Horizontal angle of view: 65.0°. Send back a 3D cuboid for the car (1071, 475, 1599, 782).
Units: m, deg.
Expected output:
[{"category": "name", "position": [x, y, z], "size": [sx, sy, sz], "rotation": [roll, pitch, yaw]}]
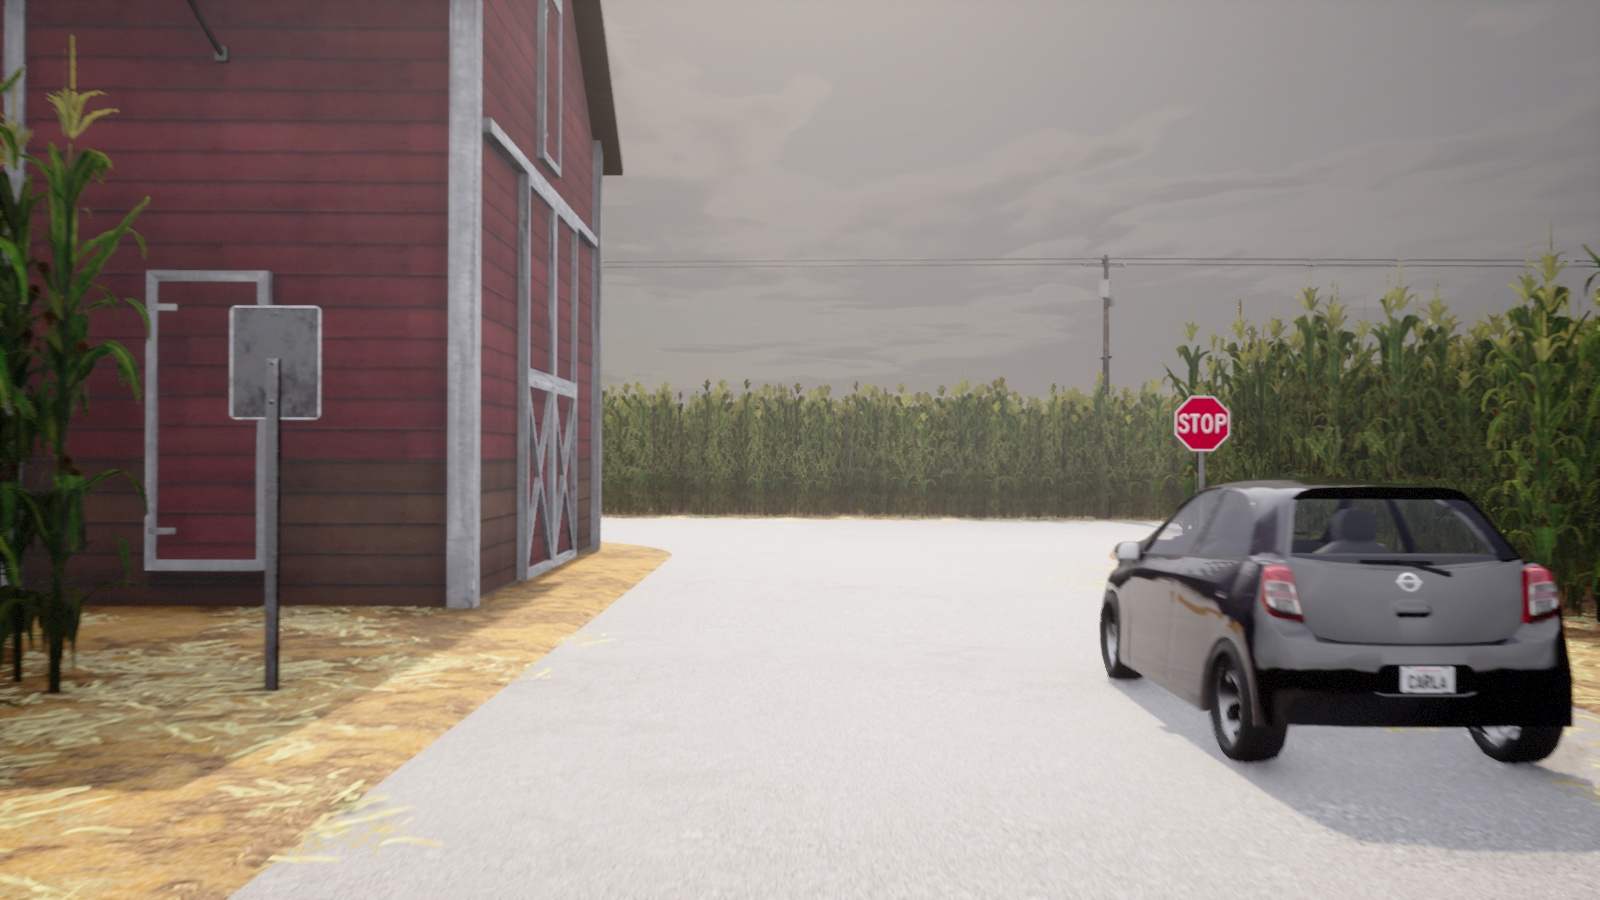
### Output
[{"category": "car", "position": [3.080, 0.932, 8.128], "size": [1.845, 1.501, 3.633], "rotation": [0, -1, 0]}]
